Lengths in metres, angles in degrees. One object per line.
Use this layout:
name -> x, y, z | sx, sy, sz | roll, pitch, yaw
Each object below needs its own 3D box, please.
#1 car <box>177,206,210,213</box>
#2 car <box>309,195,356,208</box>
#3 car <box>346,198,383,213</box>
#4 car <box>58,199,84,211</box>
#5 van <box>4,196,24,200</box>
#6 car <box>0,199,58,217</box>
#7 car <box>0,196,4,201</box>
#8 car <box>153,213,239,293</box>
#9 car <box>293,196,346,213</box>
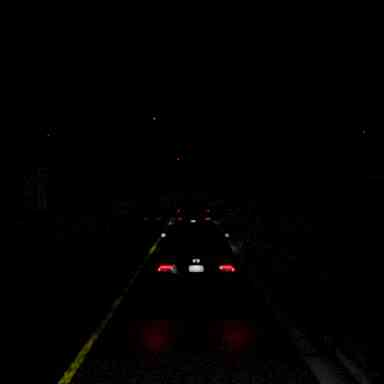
car -> 0.075, 1.503, 19.036 | 1.994, 1.385, 4.181 | 0, 0, 0
car -> 16.684, 1.137, 39.697 | 4.829, 1.417, 1.752 | -1, 1, 0
car -> 17.023, 1.266, 31.173 | 4.403, 1.369, 2.008 | -1, 1, 0
car -> -15.498, 1.489, 39.723 | 4.829, 1.417, 1.752 | -1, 1, 0
van -> -21.010, 1.360, 39.723 | 3.998, 1.788, 1.690 | -1, 1, 0
car -> -15.324, 1.651, 31.199 | 4.206, 1.307, 1.802 | -1, 1, 0
car -> -21.007, 1.442, 31.197 | 5.009, 1.841, 2.192 | -1, 1, 0
car -> 0.088, 1.521, 8.947 | 2.033, 1.411, 5.357 | 0, 0, 0
car -> 11.644, 1.343, 31.177 | 4.313, 1.339, 1.947 | -1, 1, 0
